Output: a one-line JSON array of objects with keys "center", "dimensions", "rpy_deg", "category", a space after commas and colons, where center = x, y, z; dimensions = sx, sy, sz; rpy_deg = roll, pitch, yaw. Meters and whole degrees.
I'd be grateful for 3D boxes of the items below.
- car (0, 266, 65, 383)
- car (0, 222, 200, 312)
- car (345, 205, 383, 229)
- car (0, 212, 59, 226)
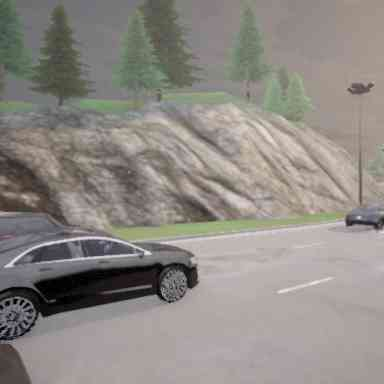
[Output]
[{"center": [-3.460, 1.555, 1.278], "dimensions": [5.357, 1.411, 2.033], "rpy_deg": [0, 0, -35], "category": "car"}, {"center": [-2.080, 1.487, 6.560], "dimensions": [4.902, 1.511, 2.128], "rpy_deg": [0, 0, -35], "category": "car"}, {"center": [11.546, 1.496, 21.268], "dimensions": [4.181, 1.385, 1.994], "rpy_deg": [0, 0, -41], "category": "car"}, {"center": [-4.402, 1.347, 9.202], "dimensions": [4.553, 1.767, 2.097], "rpy_deg": [0, 0, -35], "category": "car"}]
